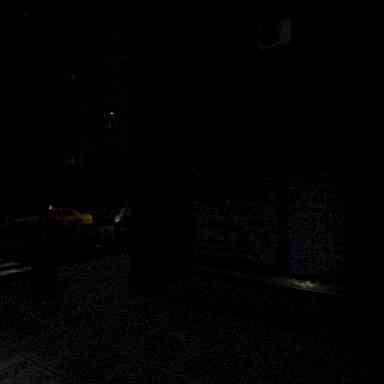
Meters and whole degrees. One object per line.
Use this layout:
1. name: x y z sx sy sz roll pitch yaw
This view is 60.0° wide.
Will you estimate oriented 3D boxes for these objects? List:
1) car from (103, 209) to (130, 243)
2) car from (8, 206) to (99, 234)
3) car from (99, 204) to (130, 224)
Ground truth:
1. car: -1.604 1.560 15.190 1.947 1.339 4.313 0 0 36
2. car: -8.224 1.552 19.729 1.752 1.417 4.829 0 0 36
3. car: -4.975 1.582 24.270 2.008 1.369 4.403 0 0 36
